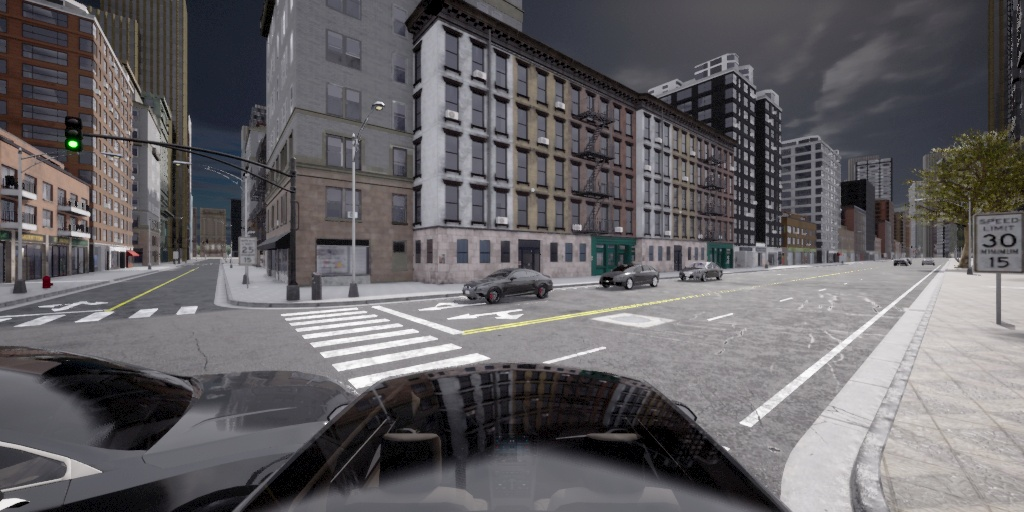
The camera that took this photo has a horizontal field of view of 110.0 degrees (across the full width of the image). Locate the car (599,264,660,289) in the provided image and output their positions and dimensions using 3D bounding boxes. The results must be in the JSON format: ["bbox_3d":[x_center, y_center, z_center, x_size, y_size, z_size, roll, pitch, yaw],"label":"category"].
[{"bbox_3d":[7.586,1.258,22.968,4.892,1.490,1.837,0,0,-39],"label":"car"}]

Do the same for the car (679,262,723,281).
[{"bbox_3d":[15.576,1.236,29.462,4.902,1.511,2.128,0,0,-39],"label":"car"}]

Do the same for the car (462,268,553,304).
[{"bbox_3d":[-0.087,1.286,16.720,4.674,1.442,1.812,0,0,-39],"label":"car"}]

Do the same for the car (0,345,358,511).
[{"bbox_3d":[-3.227,1.257,1.739,4.892,1.490,1.837,0,0,-35],"label":"car"}]
